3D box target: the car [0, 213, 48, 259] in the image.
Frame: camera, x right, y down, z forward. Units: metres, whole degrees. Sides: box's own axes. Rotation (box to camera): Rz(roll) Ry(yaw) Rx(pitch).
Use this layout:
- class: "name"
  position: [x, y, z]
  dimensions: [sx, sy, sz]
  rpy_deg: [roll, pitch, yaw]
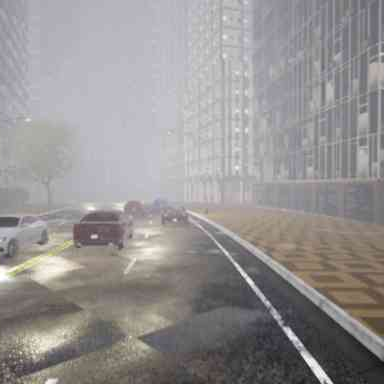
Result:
- class: "car"
  position: [-7.077, 1.554, 12.831]
  dimensions: [1.812, 1.442, 4.674]
  rpy_deg: [0, 0, -4]

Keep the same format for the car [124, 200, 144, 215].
- class: "car"
  position: [-5.918, 1.520, 34.101]
  dimensions: [1.882, 1.535, 5.008]
  rpy_deg: [0, 0, -8]

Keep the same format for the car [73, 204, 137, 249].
- class: "car"
  position: [-3.739, 1.497, 14.672]
  dimensions: [1.882, 1.535, 5.008]
  rpy_deg: [0, 0, -4]

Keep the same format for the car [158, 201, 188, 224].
- class: "car"
  position: [-1.399, 1.619, 24.856]
  dimensions: [1.895, 1.301, 4.718]
  rpy_deg: [0, 0, -6]

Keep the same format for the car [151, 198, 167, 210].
- class: "car"
  position: [-4.158, 1.514, 42.854]
  dimensions: [1.882, 1.535, 5.008]
  rpy_deg: [0, 0, -11]
